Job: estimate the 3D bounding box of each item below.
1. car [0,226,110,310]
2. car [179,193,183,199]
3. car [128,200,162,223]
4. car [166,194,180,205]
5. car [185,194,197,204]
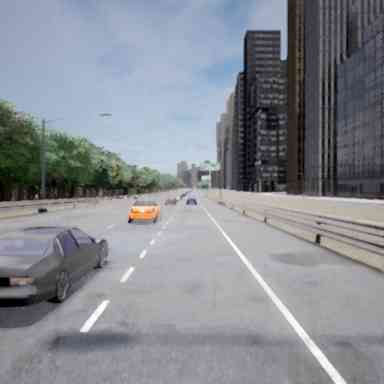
[{"bbox_3d":[-3.501,1.549,8.070,2.033,1.411,5.357,0,0,0],"label":"car"},{"bbox_3d":[-3.772,1.591,80.228,1.895,1.301,4.718,0,0,0],"label":"car"},{"bbox_3d":[-3.528,1.361,25.720,2.097,1.767,4.553,0,0,0],"label":"car"},{"bbox_3d":[-3.670,1.560,59.735,2.033,1.411,5.357,0,0,0],"label":"car"},{"bbox_3d":[-0.090,1.535,63.609,1.812,1.442,4.674,0,0,0],"label":"car"}]
